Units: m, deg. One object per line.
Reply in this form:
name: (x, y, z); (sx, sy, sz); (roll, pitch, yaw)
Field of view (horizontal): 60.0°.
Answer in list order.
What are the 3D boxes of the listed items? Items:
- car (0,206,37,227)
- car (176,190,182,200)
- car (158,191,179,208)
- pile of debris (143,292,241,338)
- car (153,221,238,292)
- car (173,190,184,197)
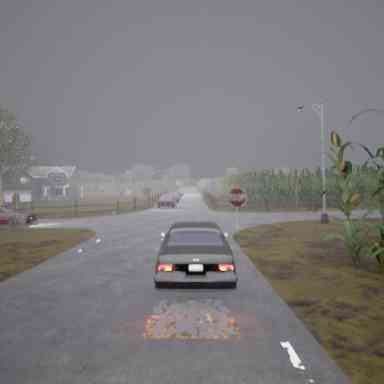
car: (-13.370, 1.727, 23.680); (4.181, 1.385, 1.994); (-1, 1, 3)
car: (-2.849, 0.798, 48.697); (1.882, 1.535, 5.008); (0, 2, 0)
car: (-2.892, 1.016, 39.284); (1.882, 1.535, 5.008); (0, 1, 1)
pile of debris: (-0.004, 2.152, 5.998); (1.500, 0.140, 1.860); (0, 0, 0)
car: (0.075, 1.502, 8.984); (2.033, 1.411, 5.357); (0, 0, 0)
car: (-2.782, 0.232, 68.846); (1.994, 1.385, 4.181); (0, 2, 0)
